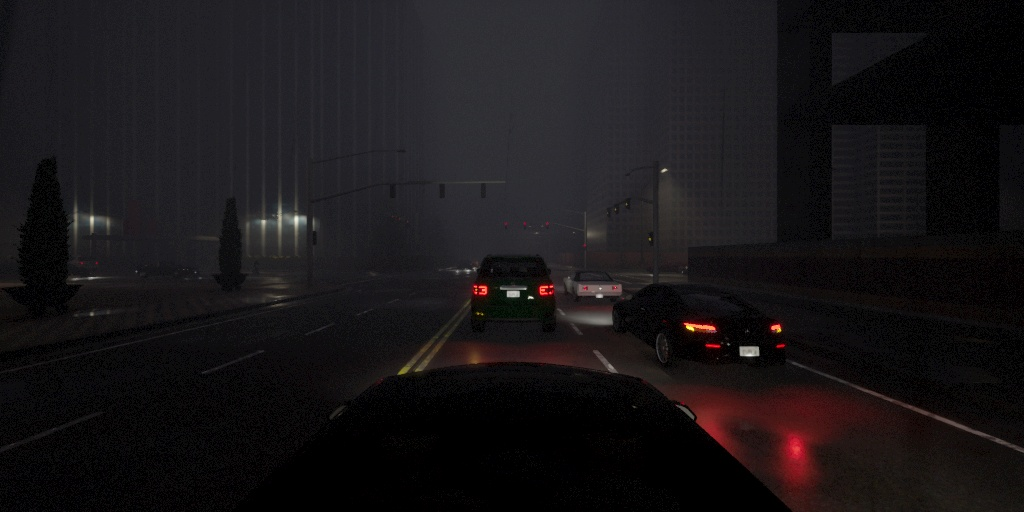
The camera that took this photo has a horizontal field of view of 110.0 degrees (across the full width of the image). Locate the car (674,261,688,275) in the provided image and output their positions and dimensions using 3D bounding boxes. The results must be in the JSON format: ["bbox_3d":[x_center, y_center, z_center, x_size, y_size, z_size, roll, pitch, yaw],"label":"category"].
[{"bbox_3d":[19.875,1.351,37.123,4.718,1.301,1.895,0,0,1],"label":"car"}]

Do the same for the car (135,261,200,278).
[{"bbox_3d":[-31.588,1.241,32.987,4.902,1.511,2.128,0,0,0],"label":"car"}]

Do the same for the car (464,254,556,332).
[{"bbox_3d":[0.057,0.971,10.968,2.150,2.045,5.566,0,0,1],"label":"car"}]

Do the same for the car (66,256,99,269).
[{"bbox_3d":[-49.787,0.971,40.068,5.566,2.045,2.150,0,0,0],"label":"car"}]

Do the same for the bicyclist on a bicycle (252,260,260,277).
[{"bbox_3d":[-24.647,1.203,34.507,0.582,1.620,1.656,0,0,-13],"label":"bicyclist on a bicycle"}]

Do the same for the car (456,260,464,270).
[{"bbox_3d":[-7.062,1.276,53.684,1.812,1.442,4.674,0,0,0],"label":"car"}]

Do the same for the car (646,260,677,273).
[{"bbox_3d":[17.806,1.228,40.636,5.008,1.535,1.882,0,0,0],"label":"car"}]

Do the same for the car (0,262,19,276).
[{"bbox_3d":[-50.681,1.314,36.518,4.181,1.385,1.994,0,0,3],"label":"car"}]

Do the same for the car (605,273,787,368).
[{"bbox_3d":[3.589,1.276,7.725,1.812,1.442,4.674,0,0,0],"label":"car"}]

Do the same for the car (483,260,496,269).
[{"bbox_3d":[-3.552,1.351,57.465,1.895,1.301,4.718,0,0,0],"label":"car"}]

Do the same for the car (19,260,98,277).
[{"bbox_3d":[-41.555,1.314,32.939,4.181,1.385,1.994,0,0,0],"label":"car"}]

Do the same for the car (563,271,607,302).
[{"bbox_3d":[3.593,1.351,16.887,1.895,1.301,4.718,0,0,0],"label":"car"}]

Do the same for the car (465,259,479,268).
[{"bbox_3d":[-7.028,1.228,63.020,1.882,1.535,5.008,0,0,0],"label":"car"}]
